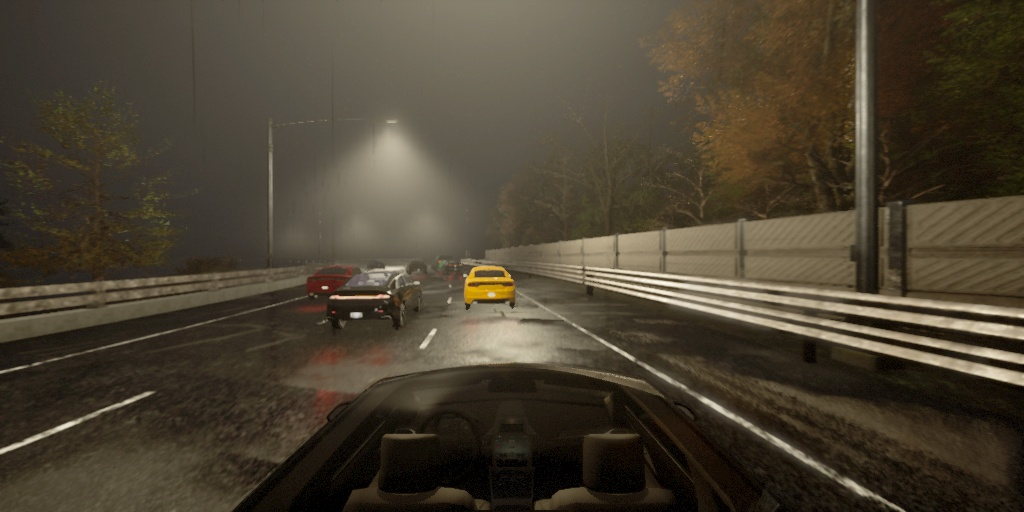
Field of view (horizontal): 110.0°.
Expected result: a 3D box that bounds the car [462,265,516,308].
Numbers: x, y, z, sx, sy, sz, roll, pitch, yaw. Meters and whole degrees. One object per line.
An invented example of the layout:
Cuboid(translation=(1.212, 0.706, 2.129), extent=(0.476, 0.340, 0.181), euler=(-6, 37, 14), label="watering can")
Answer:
Cuboid(translation=(-1.012, 1.182, 14.996), extent=(1.882, 1.535, 5.008), euler=(0, 0, -7), label="car")

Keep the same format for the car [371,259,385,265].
Cuboid(translation=(-18.781, 1.177, 49.601), extent=(1.812, 1.442, 4.674), euler=(0, 0, -29), label="car")

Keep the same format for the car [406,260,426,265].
Cuboid(translation=(-10.418, 1.159, 39.107), extent=(1.837, 1.490, 4.892), euler=(0, 0, -20), label="car")

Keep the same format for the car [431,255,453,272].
Cuboid(translation=(-8.438, 0.848, 44.435), extent=(2.150, 2.045, 5.566), euler=(0, 0, -17), label="car")

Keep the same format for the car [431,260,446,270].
Cuboid(translation=(-10.646, 1.209, 51.720), extent=(1.895, 1.301, 4.718), euler=(0, 0, -14), label="car")

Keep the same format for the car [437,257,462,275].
Cuboid(translation=(-6.312, 1.133, 37.772), extent=(2.128, 1.511, 4.902), euler=(0, 0, -17), label="car")

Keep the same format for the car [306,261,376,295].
Cuboid(translation=(-8.452, 1.203, 17.874), extent=(1.882, 1.535, 5.008), euler=(0, 0, -9), label="car")

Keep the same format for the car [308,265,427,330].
Cuboid(translation=(-4.032, 1.223, 11.183), extent=(2.128, 1.511, 4.902), euler=(0, 0, -5), label="car")
